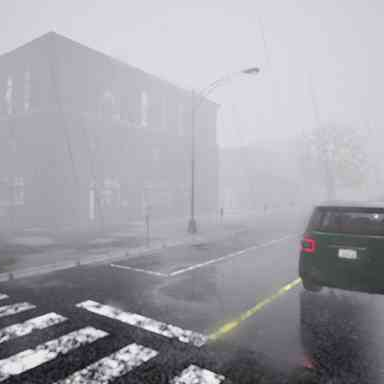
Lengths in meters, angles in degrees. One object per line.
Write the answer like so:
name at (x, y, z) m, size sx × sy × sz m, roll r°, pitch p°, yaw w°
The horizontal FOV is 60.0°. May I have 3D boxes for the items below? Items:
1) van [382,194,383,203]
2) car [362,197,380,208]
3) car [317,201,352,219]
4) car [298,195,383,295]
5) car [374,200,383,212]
van at (38.646, 1.318, 65.646) m, size 1.690 × 1.788 × 3.998 m, roll 1°, pitch 1°, yaw 36°
car at (25.609, 1.513, 47.502) m, size 1.752 × 1.417 × 4.829 m, roll 1°, pitch 1°, yaw 36°
car at (12.772, 1.560, 29.633) m, size 1.947 × 1.339 × 4.313 m, roll 1°, pitch 1°, yaw 36°
car at (4.392, 1.220, 8.228) m, size 2.150 × 2.045 × 5.566 m, roll 0°, pitch 0°, yaw 36°
car at (22.458, 1.593, 38.521) m, size 1.895 × 1.301 × 4.718 m, roll 0°, pitch 0°, yaw 36°
